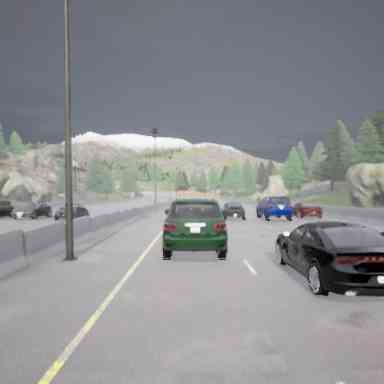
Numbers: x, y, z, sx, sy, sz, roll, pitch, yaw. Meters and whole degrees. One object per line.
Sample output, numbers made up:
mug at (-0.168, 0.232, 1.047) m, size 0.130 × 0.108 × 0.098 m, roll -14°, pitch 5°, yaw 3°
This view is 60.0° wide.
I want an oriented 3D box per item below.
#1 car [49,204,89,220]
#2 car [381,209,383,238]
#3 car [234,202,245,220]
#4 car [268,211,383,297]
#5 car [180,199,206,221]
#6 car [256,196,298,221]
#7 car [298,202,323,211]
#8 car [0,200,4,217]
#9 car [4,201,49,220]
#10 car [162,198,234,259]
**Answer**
car at (-10.598, 1.741, 29.521) m, size 1.994 × 1.385 × 4.181 m, roll 0°, pitch -1°, yaw 0°
car at (10.599, 1.572, 14.712) m, size 1.812 × 1.442 × 4.674 m, roll 0°, pitch 0°, yaw 0°
car at (3.597, 1.687, 29.910) m, size 1.837 × 1.490 × 4.892 m, roll 0°, pitch -1°, yaw 0°
car at (3.599, 1.494, 8.685) m, size 1.882 × 1.535 × 5.008 m, roll 0°, pitch 0°, yaw 0°
car at (0.097, 1.531, 29.579) m, size 2.097 × 1.767 × 4.553 m, roll 0°, pitch -1°, yaw 0°
car at (7.097, 1.394, 29.061) m, size 2.150 × 2.045 × 5.566 m, roll 0°, pitch -1°, yaw 0°
car at (10.597, 1.679, 31.339) m, size 1.882 × 1.535 × 5.008 m, roll 0°, pitch -1°, yaw 0°
car at (-17.598, 1.526, 29.321) m, size 2.097 × 1.767 × 4.553 m, roll 0°, pitch -1°, yaw 0°
car at (-14.098, 1.669, 29.614) m, size 2.128 × 1.511 × 4.902 m, roll 0°, pitch -1°, yaw 0°
car at (0.099, 1.255, 12.793) m, size 2.150 × 2.045 × 5.566 m, roll 0°, pitch 0°, yaw 0°
